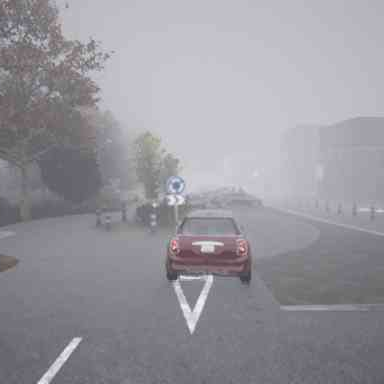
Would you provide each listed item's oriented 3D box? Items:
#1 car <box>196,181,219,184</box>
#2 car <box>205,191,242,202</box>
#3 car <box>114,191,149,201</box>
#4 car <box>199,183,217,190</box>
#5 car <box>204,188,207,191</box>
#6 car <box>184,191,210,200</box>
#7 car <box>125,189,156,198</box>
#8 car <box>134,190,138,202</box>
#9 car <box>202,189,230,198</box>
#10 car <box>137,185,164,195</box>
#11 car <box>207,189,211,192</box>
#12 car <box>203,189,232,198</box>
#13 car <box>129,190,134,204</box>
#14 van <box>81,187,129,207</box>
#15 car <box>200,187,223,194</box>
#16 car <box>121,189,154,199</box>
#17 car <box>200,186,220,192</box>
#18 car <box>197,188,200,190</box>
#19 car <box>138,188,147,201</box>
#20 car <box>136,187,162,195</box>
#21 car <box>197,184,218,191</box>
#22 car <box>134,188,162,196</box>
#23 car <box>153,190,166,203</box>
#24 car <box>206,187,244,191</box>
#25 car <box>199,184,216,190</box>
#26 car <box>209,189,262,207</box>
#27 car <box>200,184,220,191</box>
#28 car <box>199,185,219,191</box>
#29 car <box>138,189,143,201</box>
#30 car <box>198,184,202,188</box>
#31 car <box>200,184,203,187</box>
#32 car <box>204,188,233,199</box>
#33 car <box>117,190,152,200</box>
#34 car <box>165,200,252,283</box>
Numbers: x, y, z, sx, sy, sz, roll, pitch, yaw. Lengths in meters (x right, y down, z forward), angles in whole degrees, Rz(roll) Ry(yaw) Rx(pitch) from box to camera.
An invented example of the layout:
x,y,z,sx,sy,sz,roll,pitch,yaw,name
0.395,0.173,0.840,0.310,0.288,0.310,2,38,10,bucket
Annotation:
x,y,z,sx,sy,sz,roll,pitch,yaw,name
4.271,-1.114,82.116,5.566,2.045,2.435,0,3,0,car
4.284,0.573,45.934,4.892,1.521,2.231,0,1,0,car
-8.771,0.549,48.540,4.792,1.488,2.163,0,1,0,car
4.336,-1.452,90.334,4.553,1.767,2.185,0,3,0,car
4.280,0.653,40.351,5.008,1.535,2.097,0,1,0,car
-0.016,0.831,28.652,1.994,1.385,4.181,0,1,-7,car
-8.789,0.287,57.036,4.892,1.521,2.231,0,2,0,car
-8.810,0.720,37.386,4.674,1.452,2.002,0,0,0,car
4.257,0.220,59.866,4.792,1.488,2.163,0,2,0,car
-8.815,-0.516,70.826,5.566,2.045,2.435,0,3,0,car
4.242,0.728,34.786,4.792,1.488,2.163,0,0,0,car
4.314,0.314,57.080,4.792,1.488,2.163,0,2,0,car
-8.811,0.739,34.601,4.674,1.452,2.002,0,0,0,car
-8.684,0.493,31.926,4.442,1.987,1.878,1,1,0,van
4.300,-0.409,73.786,5.008,1.535,2.097,0,3,0,car
-8.792,0.375,54.119,5.008,1.535,2.097,0,2,0,car
4.301,-0.666,79.353,4.674,1.452,2.002,0,3,0,car
-0.160,0.534,49.840,1.812,1.442,4.674,0,1,0,car
-8.989,0.614,43.089,5.366,1.575,1.946,0,1,0,car
-8.794,-0.137,68.052,5.008,1.535,2.097,0,3,0,car
4.118,-1.180,87.687,5.366,1.575,1.946,0,3,0,car
-8.605,-0.020,65.265,5.366,1.575,1.946,0,2,0,car
-3.857,0.631,42.955,2.128,1.511,4.902,0,1,0,car
4.242,0.554,37.571,4.553,1.767,2.185,0,1,0,car
4.300,-1.490,93.245,4.892,1.521,2.231,0,3,0,car
4.299,0.747,32.002,4.792,1.488,2.163,0,0,0,car
4.248,0.366,43.141,5.566,2.045,2.435,0,1,0,car
4.307,-1.020,84.909,5.008,1.535,2.097,0,3,0,car
-8.834,0.683,40.298,4.792,1.488,2.163,0,1,0,car
4.299,-0.272,71.000,5.008,1.535,2.097,0,3,0,car
4.257,-0.037,62.646,4.553,1.767,2.185,0,2,0,car
4.314,0.245,54.289,4.553,1.767,2.185,0,2,0,car
-8.794,0.451,51.330,5.008,1.535,2.097,0,1,0,car
0.570,1.307,9.897,2.097,1.767,4.553,0,1,5,car
